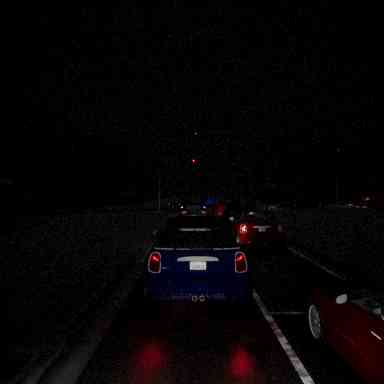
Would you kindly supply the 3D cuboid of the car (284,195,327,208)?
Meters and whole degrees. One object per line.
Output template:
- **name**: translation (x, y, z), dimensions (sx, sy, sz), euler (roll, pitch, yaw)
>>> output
- **car**: translation (13.575, 1.132, 39.883), dimensions (4.892, 1.490, 1.837), euler (-1, 1, 0)

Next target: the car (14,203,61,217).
- **car**: translation (-17.144, 1.961, 36.914), dimensions (4.902, 1.511, 2.128), euler (-2, 1, 0)

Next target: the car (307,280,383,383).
- **car**: translation (2.629, 1.581, 3.576), dimensions (1.802, 1.307, 4.206), euler (-1, 0, 0)

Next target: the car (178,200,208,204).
- **car**: translation (0.105, 1.572, 25.477), dimensions (1.994, 1.385, 4.181), euler (0, 0, -1)

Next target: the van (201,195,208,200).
- **van**: translation (2.631, 1.382, 51.547), dimensions (1.690, 1.788, 3.998), euler (-1, 0, 0)

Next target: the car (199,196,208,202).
- **car**: translation (2.636, 1.654, 78.579), dimensions (2.008, 1.369, 4.403), euler (-1, 0, 0)

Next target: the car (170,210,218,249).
- **car**: translation (0.096, 1.602, 15.465), dimensions (1.895, 1.301, 4.718), euler (0, 0, 0)

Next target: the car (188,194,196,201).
- **car**: translation (0.011, 1.499, 91.920), dimensions (2.097, 1.767, 4.553), euler (0, 0, 0)

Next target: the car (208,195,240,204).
- **car**: translation (2.628, 1.323, 25.186), dimensions (2.192, 1.841, 5.009), euler (-1, 0, 0)

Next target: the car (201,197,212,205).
- **car**: translation (2.635, 1.644, 62.359), dimensions (1.802, 1.307, 4.206), euler (-1, 0, 0)

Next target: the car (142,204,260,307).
- **car**: translation (0.070, 1.352, 8.130), dimensions (2.097, 1.767, 4.553), euler (0, 0, -1)

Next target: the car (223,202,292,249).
- **car**: translation (2.629, 1.441, 14.381), dimensions (1.967, 1.590, 4.097), euler (-1, 0, 0)

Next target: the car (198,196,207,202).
- **car**: translation (2.637, 1.663, 83.985), dimensions (1.887, 1.381, 4.507), euler (-1, 0, 0)

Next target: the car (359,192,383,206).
- **car**: translation (22.527, 0.763, 39.884), dimensions (4.553, 1.767, 2.097), euler (-1, 1, 0)

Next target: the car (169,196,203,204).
- **car**: translation (-0.995, 1.554, 40.767), dimensions (1.812, 1.442, 4.674), euler (1, 1, 34)
